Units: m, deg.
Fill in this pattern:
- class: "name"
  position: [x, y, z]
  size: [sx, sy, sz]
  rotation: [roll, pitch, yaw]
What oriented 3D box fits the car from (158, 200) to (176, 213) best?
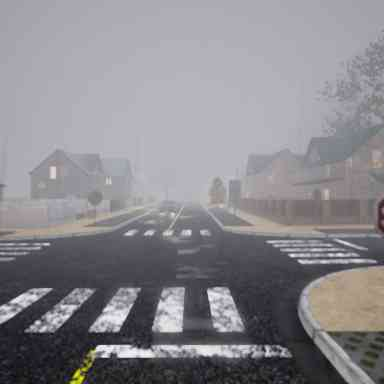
- class: "car"
  position: [-2.773, 1.645, 38.473]
  size: [2.033, 1.411, 5.357]
  rotation: [0, 0, 0]
